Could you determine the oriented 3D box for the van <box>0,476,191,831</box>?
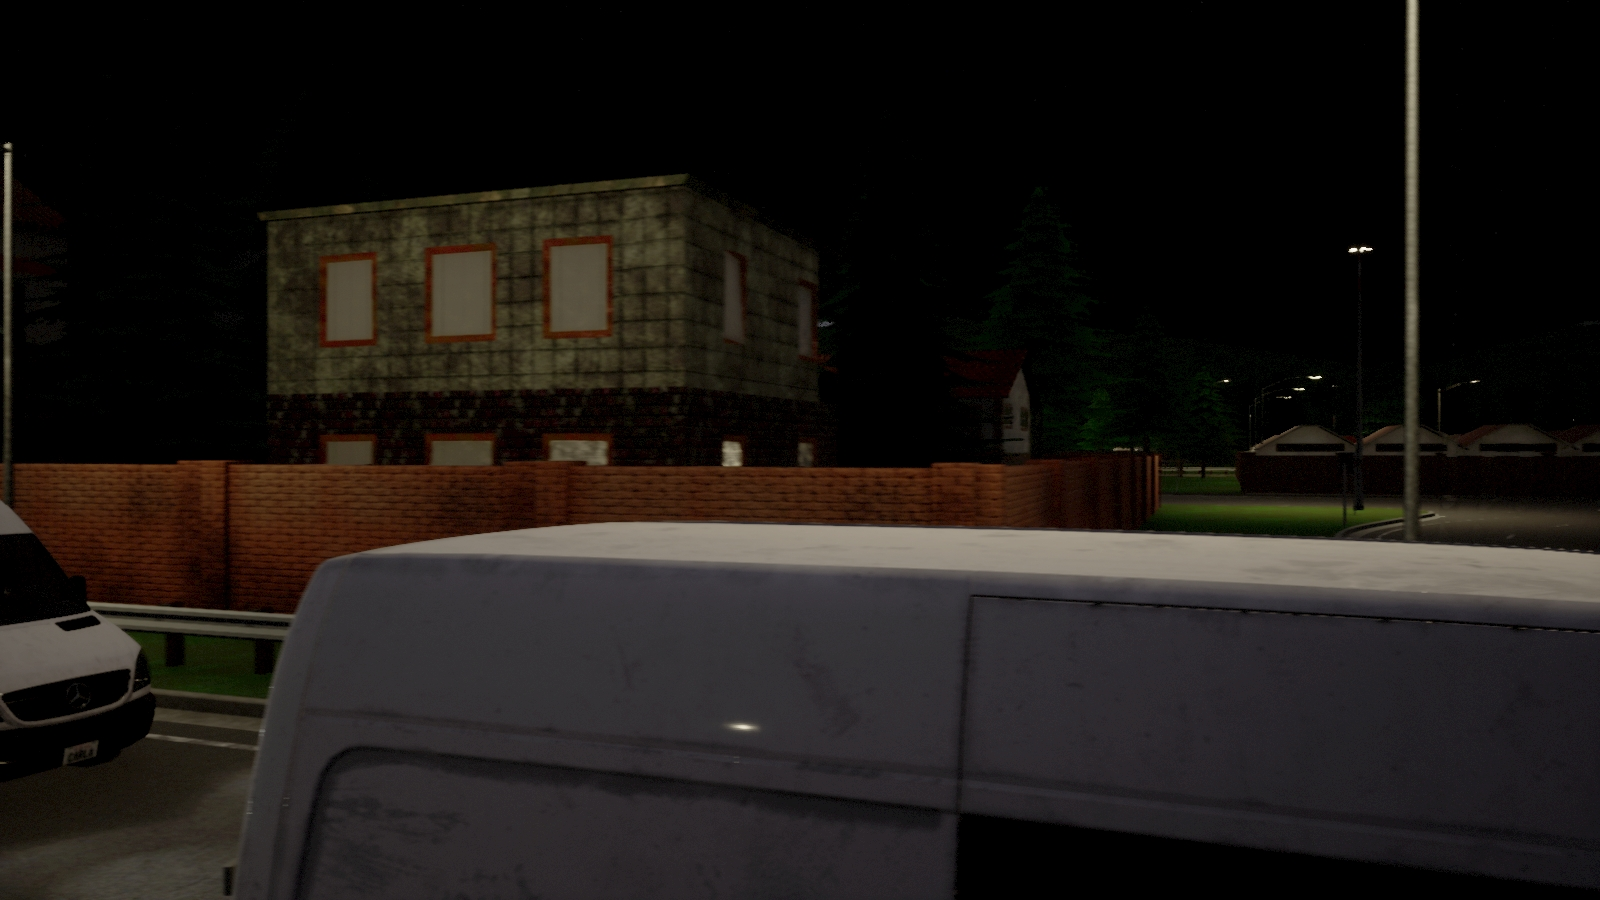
[{"bbox_3d":[-8.454,1.526,10.071,5.915,2.561,1.988,0,0,20],"label":"van"}]

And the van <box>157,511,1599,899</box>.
[{"bbox_3d":[1.540,1.534,2.733,5.915,2.561,1.988,0,0,20],"label":"van"}]
